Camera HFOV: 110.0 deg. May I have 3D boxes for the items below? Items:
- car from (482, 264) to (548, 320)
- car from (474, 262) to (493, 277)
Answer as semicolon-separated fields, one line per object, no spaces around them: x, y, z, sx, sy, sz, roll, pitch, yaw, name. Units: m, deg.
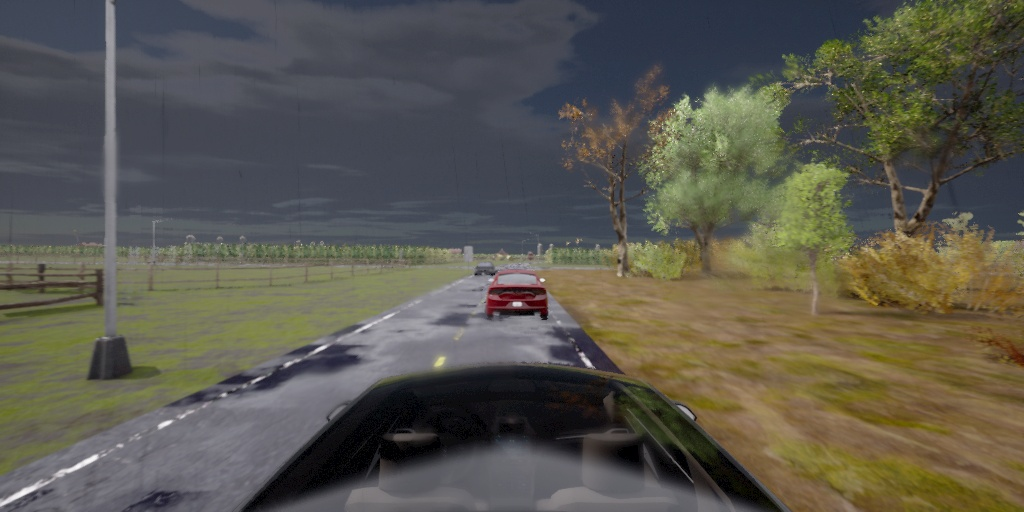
0.169;1.222;12.679;1.882;1.535;5.008;0;0;0;car
-2.584;1.281;35.429;2.033;1.411;5.357;0;0;1;car
